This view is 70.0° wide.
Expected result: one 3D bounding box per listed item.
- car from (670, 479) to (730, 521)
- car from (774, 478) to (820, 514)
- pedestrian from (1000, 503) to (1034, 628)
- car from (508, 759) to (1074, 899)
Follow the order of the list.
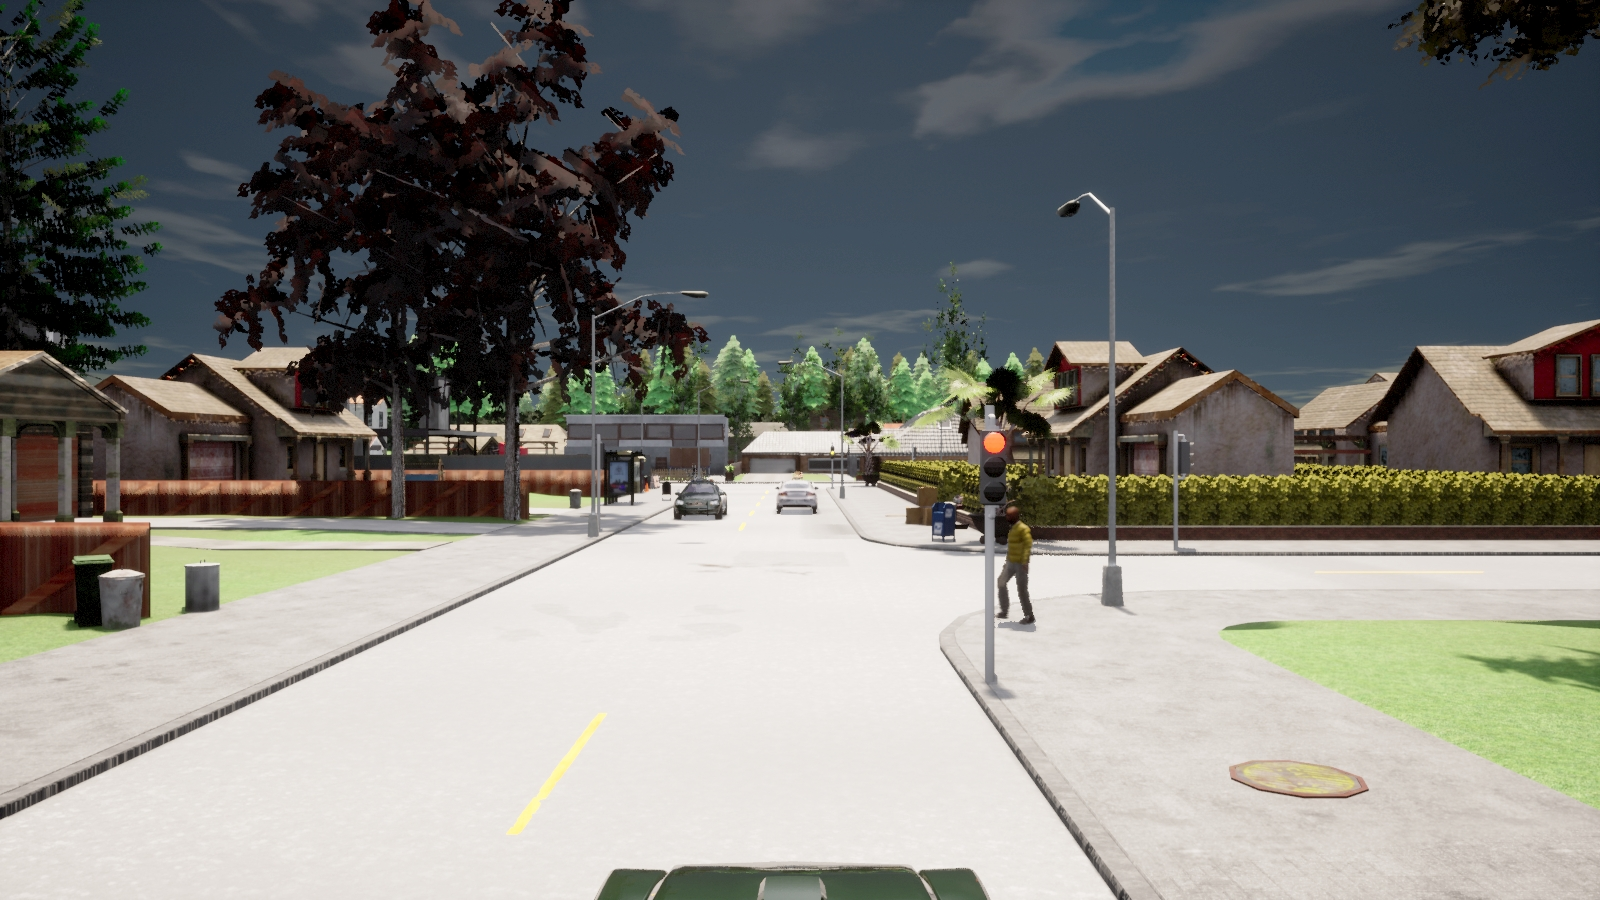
[{"bbox_3d":[-4.107,2.038,47.608,2.038,1.542,4.974,0,0,0],"label":"car"},{"bbox_3d":[-0.142,2.082,52.297,2.002,1.442,4.674,0,0,0],"label":"car"},{"bbox_3d":[3.309,1.743,17.413,0.375,1.860,0.375,0,0,-21],"label":"pedestrian"},{"bbox_3d":[-0.028,2.155,3.193,1.895,1.301,4.718,0,0,0],"label":"car"}]
